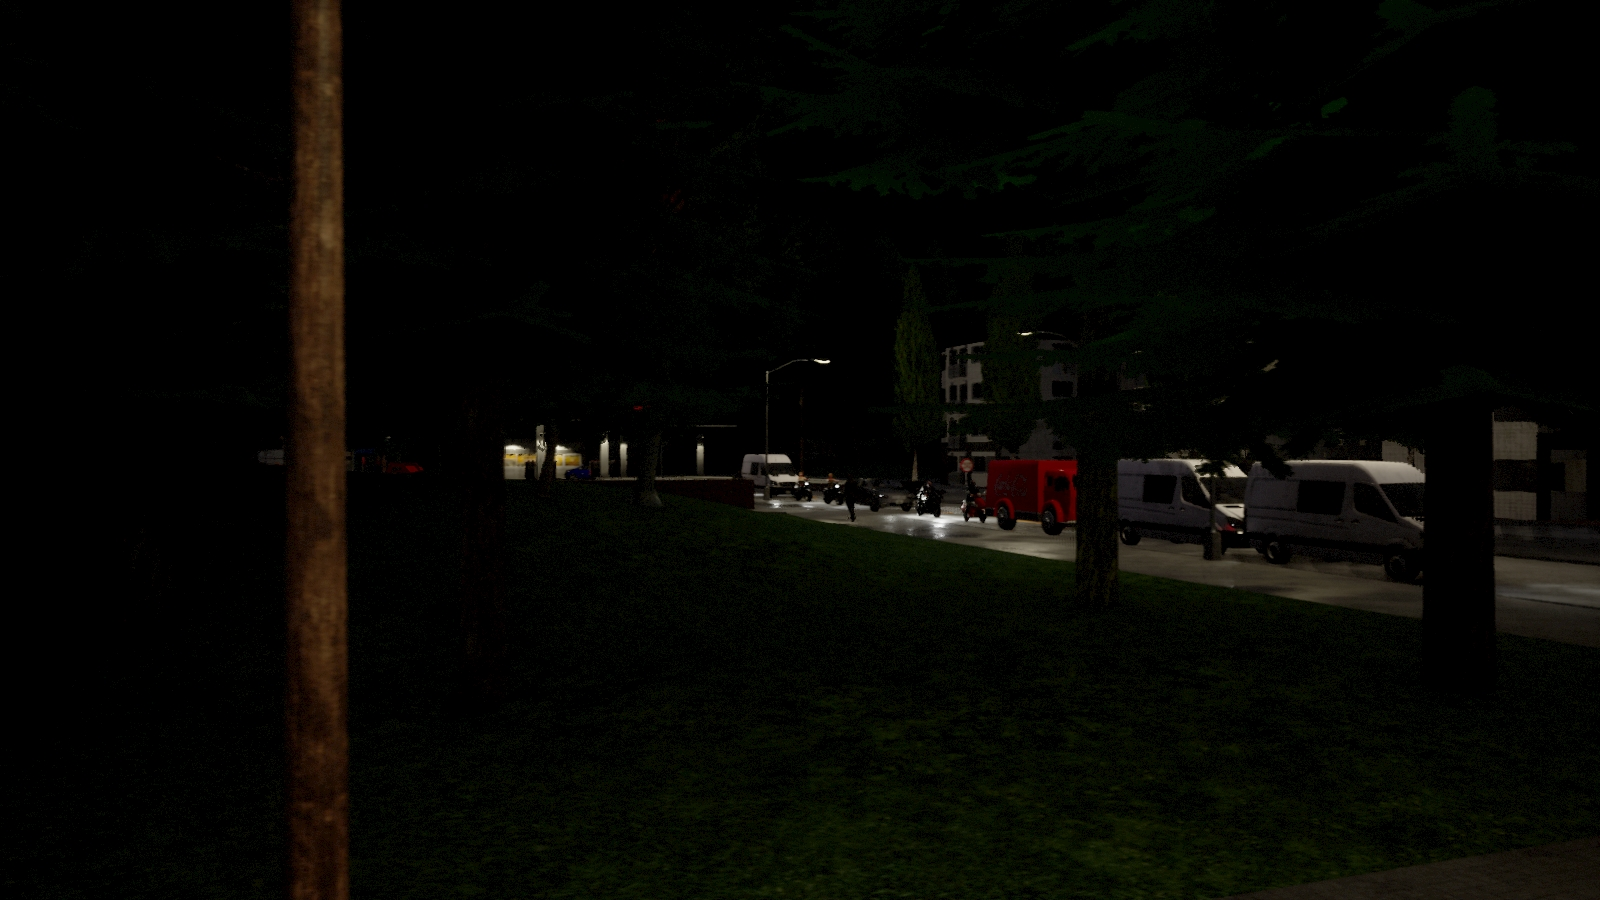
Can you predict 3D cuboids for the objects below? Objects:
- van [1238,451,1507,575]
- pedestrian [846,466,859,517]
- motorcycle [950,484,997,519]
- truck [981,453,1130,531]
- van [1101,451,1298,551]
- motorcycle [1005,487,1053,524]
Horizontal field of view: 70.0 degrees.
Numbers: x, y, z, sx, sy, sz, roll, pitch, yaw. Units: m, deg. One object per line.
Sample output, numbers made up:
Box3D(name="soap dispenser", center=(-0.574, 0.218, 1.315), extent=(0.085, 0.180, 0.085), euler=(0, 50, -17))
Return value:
Box3D(name="van", center=(13.144, 1.315, 26.809), extent=(1.988, 2.561, 5.915), euler=(0, 0, -20))
Box3D(name="pedestrian", center=(1.953, 1.526, 42.263), extent=(0.375, 1.860, 0.375), euler=(0, 0, -19))
Box3D(name="motorcycle", center=(6.742, 1.986, 44.588), extent=(0.867, 1.251, 2.209), euler=(0, 0, -20))
Box3D(name="truck", center=(8.652, 1.349, 39.285), extent=(2.627, 2.467, 5.204), euler=(0, 0, -20))
Box3D(name="van", center=(11.124, 1.315, 32.412), extent=(1.988, 2.561, 5.915), euler=(0, 0, -20))
Box3D(name="motorcycle", center=(8.145, 1.963, 40.745), extent=(0.856, 1.236, 1.805), euler=(0, 0, -20))
